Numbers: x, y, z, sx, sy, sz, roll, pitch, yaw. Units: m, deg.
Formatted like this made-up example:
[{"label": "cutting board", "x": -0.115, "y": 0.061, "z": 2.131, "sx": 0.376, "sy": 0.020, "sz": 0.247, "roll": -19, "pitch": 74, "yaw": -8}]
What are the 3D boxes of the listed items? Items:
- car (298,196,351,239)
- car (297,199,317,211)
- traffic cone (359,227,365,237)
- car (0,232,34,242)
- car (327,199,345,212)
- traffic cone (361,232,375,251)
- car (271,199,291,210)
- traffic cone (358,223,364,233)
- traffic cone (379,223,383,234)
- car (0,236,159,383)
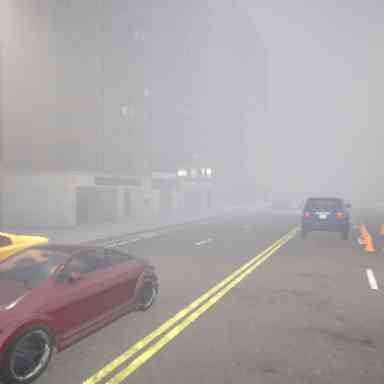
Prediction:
[{"label": "car", "x": 7.178, "y": 1.232, "z": 17.818, "sx": 2.150, "sy": 2.045, "sz": 5.566, "roll": 0, "pitch": 0, "yaw": 25}, {"label": "car", "x": 14.841, "y": 1.638, "z": 42.775, "sx": 1.895, "sy": 1.301, "sz": 4.718, "roll": 0, "pitch": 0, "yaw": 25}, {"label": "traffic cone", "x": 7.706, "y": 1.956, "z": 14.718, "sx": 0.340, "sy": 0.580, "sz": 0.340, "roll": 0, "pitch": 0, "yaw": 25}, {"label": "car", "x": -5.275, "y": 1.517, "z": 6.733, "sx": 1.882, "sy": 1.535, "sz": 5.008, "roll": 0, "pitch": 0, "yaw": 25}, {"label": "car", "x": 17.734, "y": 1.583, "z": 40.833, "sx": 1.994, "sy": 1.385, "sz": 4.181, "roll": 0, "pitch": 0, "yaw": 25}, {"label": "traffic cone", "x": 6.873, "y": 1.956, "z": 12.901, "sx": 0.340, "sy": 0.580, "sz": 0.340, "roll": 0, "pitch": 0, "yaw": 25}, {"label": "car", "x": 11.886, "y": 1.600, "z": 44.134, "sx": 2.033, "sy": 1.411, "sz": 5.357, "roll": 0, "pitch": 0, "yaw": 25}, {"label": "traffic cone", "x": 8.540, "y": 1.957, "z": 16.536, "sx": 0.340, "sy": 0.580, "sz": 0.340, "roll": 0, "pitch": 0, "yaw": 25}, {"label": "traffic cone", "x": 10.282, "y": 1.952, "z": 17.938, "sx": 0.340, "sy": 0.580, "sz": 0.340, "roll": 0, "pitch": 0, "yaw": 25}, {"label": "car", "x": -2.282, "y": 1.587, "z": 5.463, "sx": 1.994, "sy": 1.385, "sz": 4.181, "roll": 0, "pitch": 0, "yaw": 25}]
